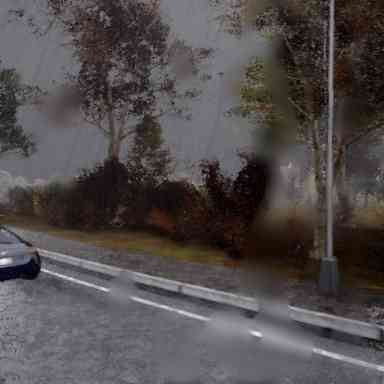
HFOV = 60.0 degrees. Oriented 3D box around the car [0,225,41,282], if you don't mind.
[{"bbox_3d":[-5.827,1.565,8.947,4.181,1.385,1.994,0,0,41],"label":"car"}]
